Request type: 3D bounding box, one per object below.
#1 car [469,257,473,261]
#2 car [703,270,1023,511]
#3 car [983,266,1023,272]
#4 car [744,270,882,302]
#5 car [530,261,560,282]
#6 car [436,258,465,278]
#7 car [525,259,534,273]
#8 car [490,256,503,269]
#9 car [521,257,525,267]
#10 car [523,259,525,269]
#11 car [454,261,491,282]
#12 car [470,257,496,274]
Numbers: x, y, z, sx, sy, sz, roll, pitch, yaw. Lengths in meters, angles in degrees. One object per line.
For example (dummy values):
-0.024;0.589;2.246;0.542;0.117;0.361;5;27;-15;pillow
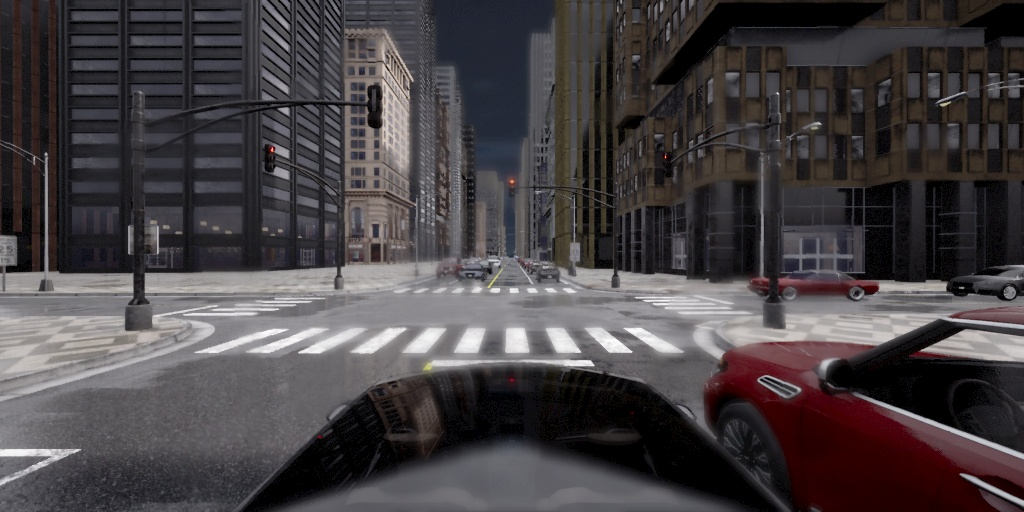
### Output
-5.743;1.193;39.452;1.967;1.591;4.097;0;0;0;car
2.762;1.065;1.202;2.192;1.841;5.009;0;0;0;car
22.961;1.197;16.388;4.892;1.490;1.837;0;0;0;car
13.527;1.314;16.346;4.718;1.301;1.895;0;0;0;car
2.776;1.302;28.175;2.007;1.370;4.403;0;0;0;car
-5.746;1.067;33.810;2.192;1.841;5.009;0;0;0;car
2.782;1.304;39.456;2.007;1.370;4.403;0;0;0;car
-3.010;0.983;58.614;2.150;2.045;5.566;0;0;1;car
2.790;1.199;56.378;1.967;1.591;4.097;0;0;0;car
2.785;1.300;45.097;1.888;1.381;4.507;0;0;0;car
-3.083;1.315;28.812;1.994;1.385;4.181;0;0;1;car
-3.078;1.231;38.887;1.882;1.535;5.008;0;0;0;car
